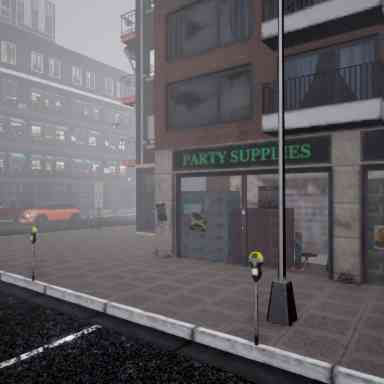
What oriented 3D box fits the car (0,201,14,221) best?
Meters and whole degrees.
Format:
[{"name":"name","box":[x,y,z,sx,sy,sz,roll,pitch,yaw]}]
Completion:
[{"name":"car","box":[-14.952,1.609,26.714,2.192,1.841,5.009,-1,-2,35]}]

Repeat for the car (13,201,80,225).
[{"name":"car","box":[-11.515,1.677,27.087,2.097,1.767,4.553,0,-1,35]}]
